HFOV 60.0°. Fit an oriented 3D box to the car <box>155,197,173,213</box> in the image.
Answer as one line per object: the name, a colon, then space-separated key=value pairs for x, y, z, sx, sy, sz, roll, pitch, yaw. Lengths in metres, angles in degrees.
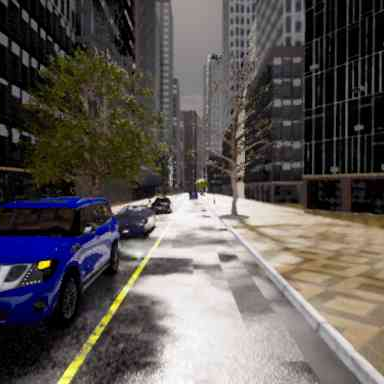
car: x=-2.891 y=1.262 z=32.584 sx=1.837 sy=1.490 sz=4.892 roll=0 pitch=0 yaw=1

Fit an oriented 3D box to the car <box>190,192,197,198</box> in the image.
car: x=0.329 y=0.787 z=88.347 sx=1.882 sy=1.535 sz=5.008 roll=0 pitch=0 yaw=0

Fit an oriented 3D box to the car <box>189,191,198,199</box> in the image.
car: x=0.290 y=0.692 z=77.961 sx=2.150 sy=2.045 sz=5.566 roll=0 pitch=0 yaw=0

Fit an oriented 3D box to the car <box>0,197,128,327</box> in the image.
car: x=-3.073 y=1.160 z=7.236 sx=2.150 sy=2.045 sz=5.566 roll=0 pitch=0 yaw=0

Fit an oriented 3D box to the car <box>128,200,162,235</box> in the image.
car: x=-3.026 y=1.404 z=17.950 sx=2.033 sy=1.411 sz=5.357 roll=0 pitch=0 yaw=0
